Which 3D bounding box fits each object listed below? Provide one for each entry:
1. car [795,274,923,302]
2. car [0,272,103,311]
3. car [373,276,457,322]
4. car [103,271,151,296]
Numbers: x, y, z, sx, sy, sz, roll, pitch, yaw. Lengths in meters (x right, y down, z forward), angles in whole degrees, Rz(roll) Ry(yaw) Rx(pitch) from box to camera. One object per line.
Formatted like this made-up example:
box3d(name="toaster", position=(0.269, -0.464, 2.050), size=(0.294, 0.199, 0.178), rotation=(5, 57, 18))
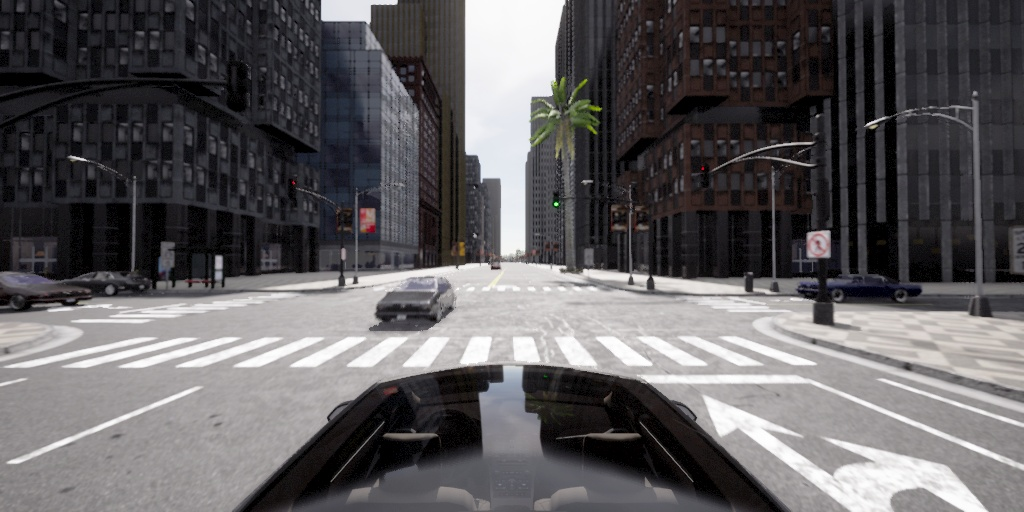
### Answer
box3d(name="car", position=(17.147, 1.584, 17.969), size=(4.718, 1.301, 1.895), rotation=(0, -1, 3))
box3d(name="car", position=(-20.896, 1.447, 14.843), size=(5.357, 1.411, 2.033), rotation=(0, -1, 0))
box3d(name="car", position=(-3.242, 1.454, 13.204), size=(2.033, 1.411, 5.357), rotation=(0, -1, 0))
box3d(name="car", position=(-23.557, 1.541, 20.697), size=(4.403, 1.370, 2.007), rotation=(0, 0, 0))
